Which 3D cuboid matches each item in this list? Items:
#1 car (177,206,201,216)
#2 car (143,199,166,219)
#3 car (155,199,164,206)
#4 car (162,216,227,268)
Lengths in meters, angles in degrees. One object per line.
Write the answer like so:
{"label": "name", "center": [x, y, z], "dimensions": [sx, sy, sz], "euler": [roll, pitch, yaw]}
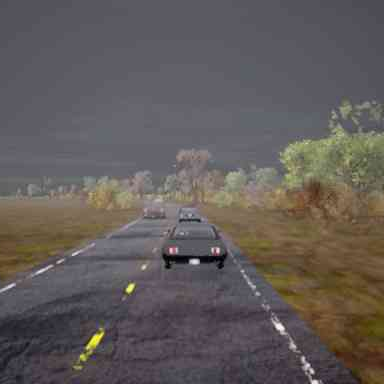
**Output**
{"label": "car", "center": [-0.246, 1.856, 27.639], "dimensions": [2.033, 1.411, 5.357], "euler": [0, -1, -2]}
{"label": "car", "center": [-3.673, 1.721, 32.946], "dimensions": [2.097, 1.767, 4.553], "euler": [0, -1, -3]}
{"label": "car", "center": [-7.300, 2.284, 74.698], "dimensions": [1.812, 1.442, 4.674], "euler": [0, -1, -7]}
{"label": "car", "center": [0.067, 1.732, 11.755], "dimensions": [1.895, 1.301, 4.718], "euler": [0, -1, 0]}
